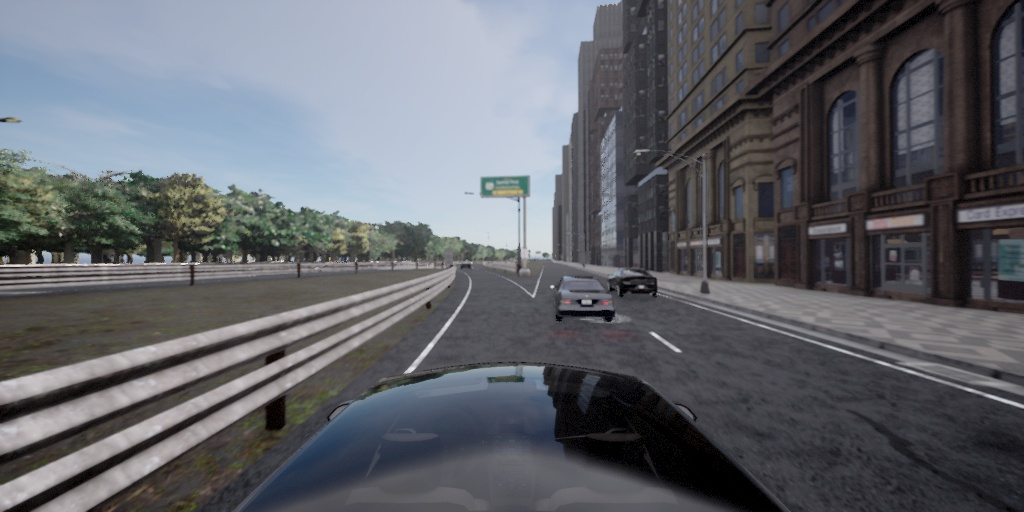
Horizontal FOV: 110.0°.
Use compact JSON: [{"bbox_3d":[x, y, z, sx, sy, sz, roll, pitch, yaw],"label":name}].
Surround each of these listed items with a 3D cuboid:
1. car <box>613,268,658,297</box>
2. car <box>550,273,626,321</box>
[{"bbox_3d":[6.607,1.391,20.112,1.882,1.535,5.008,0,-1,5],"label":"car"},{"bbox_3d":[2.414,1.410,12.938,2.033,1.411,5.357,0,-1,5],"label":"car"}]
